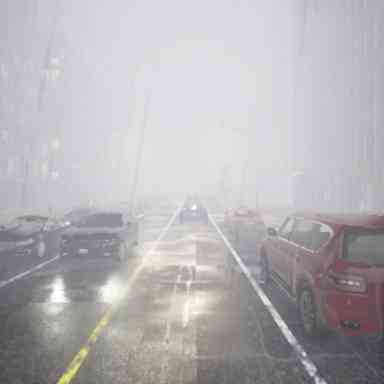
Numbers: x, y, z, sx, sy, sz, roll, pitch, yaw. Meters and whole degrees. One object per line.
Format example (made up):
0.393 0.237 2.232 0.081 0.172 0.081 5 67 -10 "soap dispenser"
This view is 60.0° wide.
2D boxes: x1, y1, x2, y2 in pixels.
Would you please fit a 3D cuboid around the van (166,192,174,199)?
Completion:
-5.681 0.780 86.124 1.690 1.788 3.998 0 0 0 "van"

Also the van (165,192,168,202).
-5.683 0.976 57.663 1.690 1.788 3.998 0 0 0 "van"

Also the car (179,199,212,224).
0.103 1.420 23.682 1.994 1.385 4.181 0 0 0 "car"

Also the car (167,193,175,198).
-5.681 0.965 91.817 1.947 1.339 4.313 0 0 0 "car"

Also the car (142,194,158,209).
-5.685 1.298 40.588 2.008 1.369 4.403 0 0 0 "car"

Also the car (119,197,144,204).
-5.685 1.403 29.203 1.802 1.307 4.206 0 0 0 "car"

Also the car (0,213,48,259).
-5.687 1.479 12.127 2.008 1.369 4.403 0 0 0 "car"

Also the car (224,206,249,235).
2.694 1.417 17.976 1.752 1.417 4.829 0 0 0 "car"

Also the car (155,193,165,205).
-5.684 1.218 51.972 1.887 1.381 4.507 0 0 0 "car"

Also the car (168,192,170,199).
-5.683 1.179 63.357 1.802 1.307 4.206 0 0 0 "car"

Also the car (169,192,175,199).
-5.682 0.919 80.431 1.967 1.590 4.097 0 0 0 "car"

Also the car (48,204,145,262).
-3.100 1.406 12.001 1.882 1.535 5.008 0 0 0 "car"

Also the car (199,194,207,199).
2.698 1.061 80.418 1.802 1.307 4.206 0 0 0 "car"

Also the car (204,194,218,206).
2.696 1.276 46.267 1.947 1.339 4.313 0 0 0 "car"

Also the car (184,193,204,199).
0.103 1.093 41.435 2.097 1.767 4.553 0 0 0 "car"

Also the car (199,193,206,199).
2.699 0.963 86.279 1.752 1.417 4.829 0 0 0 "car"

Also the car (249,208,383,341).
2.695 1.277 6.422 2.192 1.841 5.009 0 0 0 "car"

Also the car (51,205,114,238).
-5.687 1.459 17.820 1.947 1.339 4.313 0 0 0 "car"
